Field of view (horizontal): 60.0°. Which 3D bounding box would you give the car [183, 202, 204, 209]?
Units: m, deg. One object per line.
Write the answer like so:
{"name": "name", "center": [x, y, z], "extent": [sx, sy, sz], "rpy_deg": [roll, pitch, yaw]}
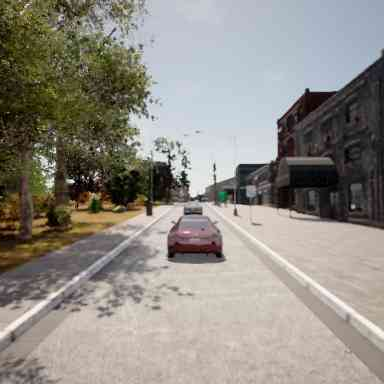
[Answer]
{"name": "car", "center": [0.110, 1.607, 31.316], "extent": [2.033, 1.411, 5.357], "rpy_deg": [0, 0, 0]}

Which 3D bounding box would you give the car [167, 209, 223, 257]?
{"name": "car", "center": [0.102, 1.589, 13.148], "extent": [1.994, 1.385, 4.181], "rpy_deg": [0, 0, 0]}
